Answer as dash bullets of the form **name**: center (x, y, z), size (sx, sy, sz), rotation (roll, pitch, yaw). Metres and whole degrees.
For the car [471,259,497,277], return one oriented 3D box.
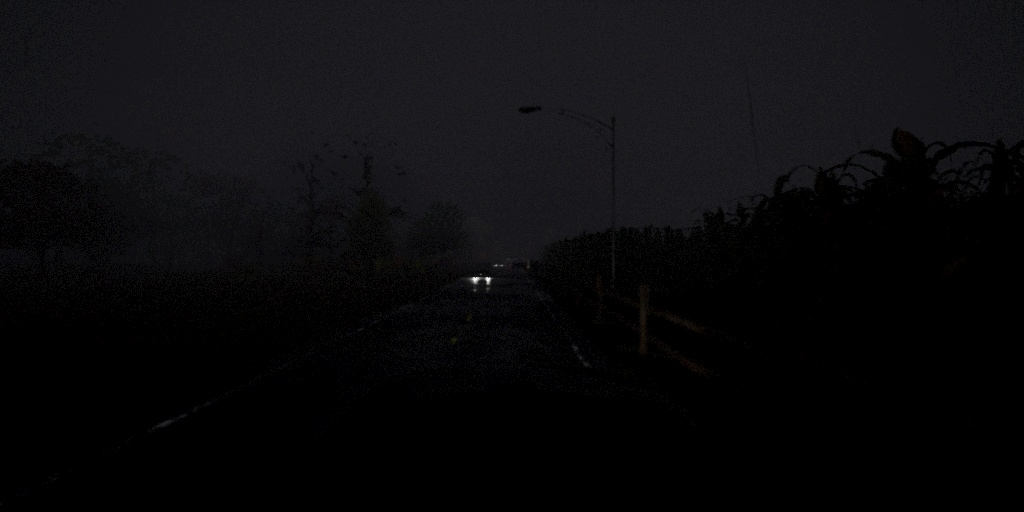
- **car**: center (-2.841, 1.280, 35.358), size (2.033, 1.411, 5.357), rotation (0, 0, 0)

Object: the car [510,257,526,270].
- **car**: center (0.971, 1.185, 52.731), size (1.882, 1.535, 5.008), rotation (0, 0, 0)
